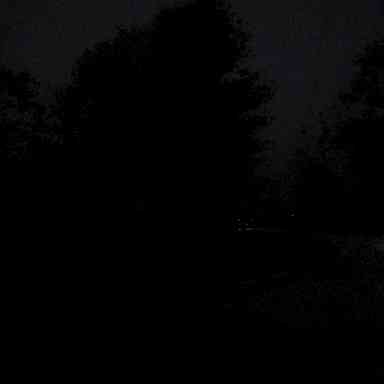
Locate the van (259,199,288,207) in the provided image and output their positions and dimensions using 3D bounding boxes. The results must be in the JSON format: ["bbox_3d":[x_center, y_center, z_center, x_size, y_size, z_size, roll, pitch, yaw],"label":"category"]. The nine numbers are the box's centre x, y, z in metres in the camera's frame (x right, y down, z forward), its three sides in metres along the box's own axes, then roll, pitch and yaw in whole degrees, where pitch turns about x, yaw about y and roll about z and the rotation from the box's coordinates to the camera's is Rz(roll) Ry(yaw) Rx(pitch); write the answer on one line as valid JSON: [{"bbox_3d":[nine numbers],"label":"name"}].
[{"bbox_3d":[16.340,2.447,66.806,1.878,1.987,4.442,1,-1,-37],"label":"van"}]

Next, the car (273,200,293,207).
[{"bbox_3d":[24.001,3.097,87.786,2.185,1.767,4.553,2,-2,-37],"label":"car"}]

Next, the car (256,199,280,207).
[{"bbox_3d":[19.264,2.780,84.190,2.435,2.045,5.566,2,-1,-37],"label":"car"}]

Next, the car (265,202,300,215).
[{"bbox_3d":[13.682,2.686,49.436,1.837,1.490,4.892,3,-3,-36],"label":"car"}]

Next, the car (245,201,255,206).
[{"bbox_3d":[11.897,2.672,78.631,2.185,1.767,4.553,1,-1,-37],"label":"car"}]

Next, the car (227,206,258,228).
[{"bbox_3d":[2.311,1.971,25.986,2.033,1.411,5.357,3,-3,-37],"label":"car"}]

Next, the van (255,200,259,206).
[{"bbox_3d":[14.375,2.642,80.391,1.878,1.987,4.442,2,-1,-37],"label":"van"}]
